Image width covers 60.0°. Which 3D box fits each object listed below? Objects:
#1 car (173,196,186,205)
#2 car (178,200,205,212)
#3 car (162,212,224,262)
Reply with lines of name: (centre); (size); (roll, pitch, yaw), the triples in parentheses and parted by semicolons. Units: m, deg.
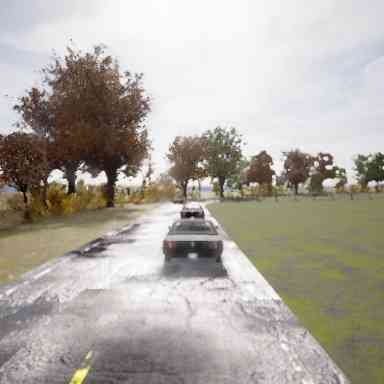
car: (-2.127, 1.431, 58.375); (1.882, 1.535, 5.008); (0, 0, 7)
car: (0.047, 1.614, 27.093); (1.895, 1.301, 4.718); (0, 0, 1)
car: (0.043, 1.612, 12.108); (1.895, 1.301, 4.718); (0, 0, 0)
